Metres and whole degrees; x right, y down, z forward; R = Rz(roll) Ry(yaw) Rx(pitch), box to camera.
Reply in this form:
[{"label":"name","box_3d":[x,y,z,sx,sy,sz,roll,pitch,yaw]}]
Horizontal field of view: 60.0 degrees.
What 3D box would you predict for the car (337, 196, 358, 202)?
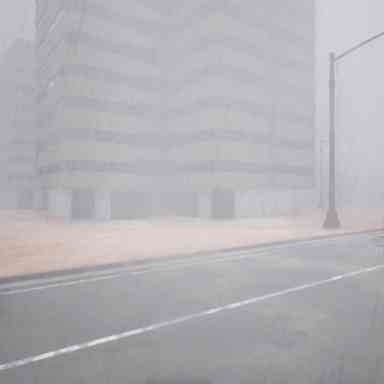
[{"label":"car","box_3d":[38.759,1.884,83.856,1.970,1.475,3.806,0,-1,-37]}]
